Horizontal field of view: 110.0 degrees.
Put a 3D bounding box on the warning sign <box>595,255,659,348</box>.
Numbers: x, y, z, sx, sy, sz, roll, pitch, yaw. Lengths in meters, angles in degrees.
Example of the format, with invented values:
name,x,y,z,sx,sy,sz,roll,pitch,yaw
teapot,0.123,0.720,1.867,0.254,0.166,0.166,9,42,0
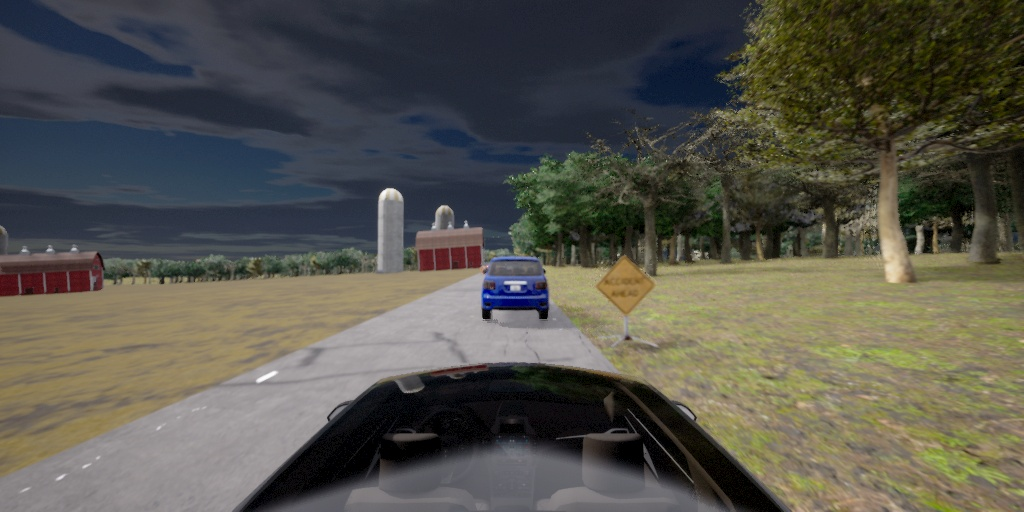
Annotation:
name,x,y,z,sx,sy,sz,roll,pitch,yaw
warning sign,2.453,0.911,7.656,1.300,1.860,1.060,0,0,0

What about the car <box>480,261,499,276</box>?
name,x,y,z,sx,sy,sz,roll,pitch,yaw
car,-2.816,1.483,45.188,2.097,1.767,4.553,0,-1,0

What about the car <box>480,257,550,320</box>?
name,x,y,z,sx,sy,sz,roll,pitch,yaw
car,0.097,1.060,13.183,2.150,2.045,5.566,0,-1,0
